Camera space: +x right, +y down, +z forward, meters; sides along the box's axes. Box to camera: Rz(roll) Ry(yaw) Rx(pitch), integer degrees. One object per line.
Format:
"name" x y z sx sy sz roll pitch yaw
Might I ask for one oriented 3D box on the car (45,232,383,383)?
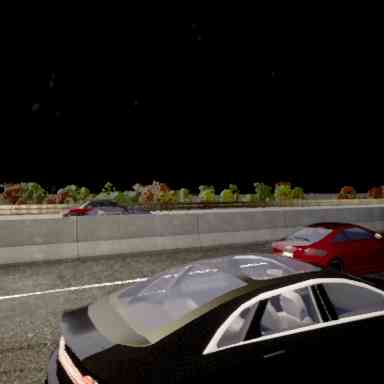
"car" 1.039 1.490 3.717 4.902 1.511 2.128 0 0 -28

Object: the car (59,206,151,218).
"car" -4.542 1.599 16.837 4.718 1.301 1.895 0 0 -28

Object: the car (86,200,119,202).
"car" -6.976 1.350 23.478 4.553 1.767 2.097 0 0 -28

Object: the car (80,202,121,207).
"car" -5.139 1.545 20.491 5.357 1.411 2.033 0 0 -28

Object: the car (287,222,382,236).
"car" 4.204 1.561 9.397 4.181 1.385 1.994 0 0 -28
